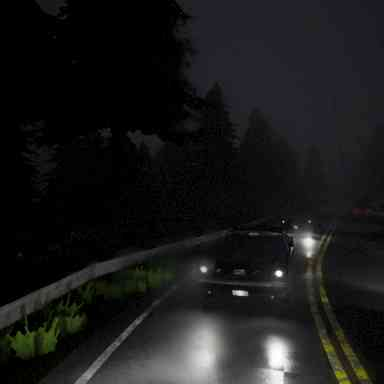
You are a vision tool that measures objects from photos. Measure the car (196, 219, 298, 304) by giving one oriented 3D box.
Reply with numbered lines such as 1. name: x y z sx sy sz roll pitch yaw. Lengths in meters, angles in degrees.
1. car: 1.585 1.599 8.413 1.895 1.301 4.718 -1 0 18

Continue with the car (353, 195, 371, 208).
1. car: 20.620 1.060 40.237 2.128 1.511 4.902 -2 0 28

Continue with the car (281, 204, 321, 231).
1. car: 6.666 1.461 20.055 2.033 1.411 5.357 -2 0 26
